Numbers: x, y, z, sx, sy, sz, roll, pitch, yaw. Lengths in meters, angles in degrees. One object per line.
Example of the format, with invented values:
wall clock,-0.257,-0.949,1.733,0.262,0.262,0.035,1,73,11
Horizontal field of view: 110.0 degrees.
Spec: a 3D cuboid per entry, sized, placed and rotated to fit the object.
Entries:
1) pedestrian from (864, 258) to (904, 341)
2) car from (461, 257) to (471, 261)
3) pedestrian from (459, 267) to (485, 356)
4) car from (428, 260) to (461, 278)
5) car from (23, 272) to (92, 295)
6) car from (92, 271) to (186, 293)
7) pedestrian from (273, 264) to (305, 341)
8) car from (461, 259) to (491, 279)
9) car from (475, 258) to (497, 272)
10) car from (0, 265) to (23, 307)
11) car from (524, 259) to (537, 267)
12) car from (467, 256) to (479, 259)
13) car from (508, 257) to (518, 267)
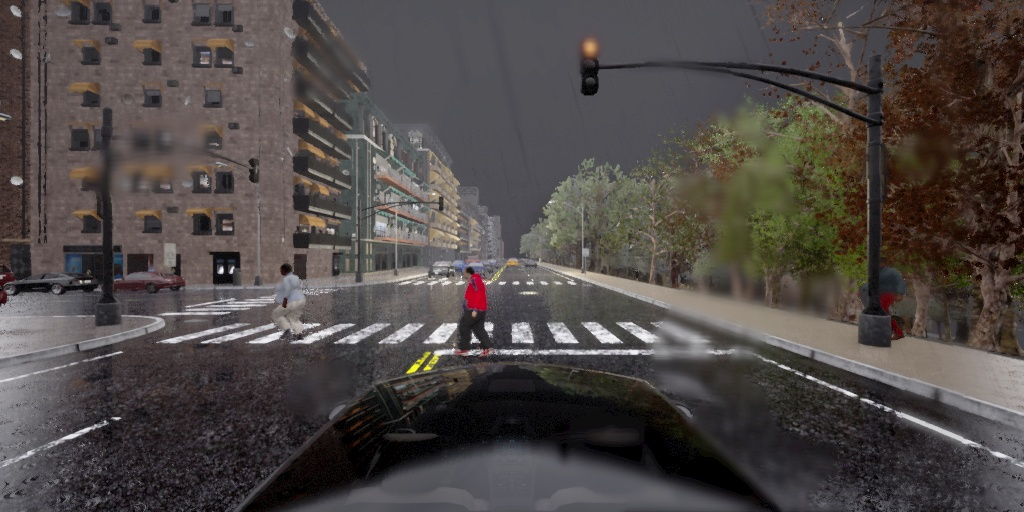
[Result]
pedestrian,7.984,0.891,7.704,0.375,1.860,0.375,0,0,0
car,-6.482,1.233,42.891,1.882,1.535,5.008,0,0,0
pedestrian,-0.782,1.044,7.038,0.375,1.860,0.375,0,0,0
car,-6.513,1.244,33.657,2.128,1.511,4.902,0,0,0
car,-28.291,1.647,22.134,4.313,1.339,1.948,0,0,-1
car,-22.724,1.593,22.218,4.207,1.307,1.802,0,0,-1
pedestrian,-5.181,1.053,8.342,0.375,1.860,0.375,0,0,0
car,-3.254,1.278,32.917,1.812,1.442,4.674,0,0,0
car,-3.237,1.302,42.507,2.033,1.411,5.357,0,0,0
car,-22.627,1.335,13.571,5.009,1.841,2.192,0,0,-1
car,3.427,1.331,64.929,1.994,1.385,4.181,0,0,0
car,-6.425,0.973,58.101,2.150,2.045,5.566,0,1,0
car,0.176,1.244,64.521,1.882,1.535,5.008,0,0,0
